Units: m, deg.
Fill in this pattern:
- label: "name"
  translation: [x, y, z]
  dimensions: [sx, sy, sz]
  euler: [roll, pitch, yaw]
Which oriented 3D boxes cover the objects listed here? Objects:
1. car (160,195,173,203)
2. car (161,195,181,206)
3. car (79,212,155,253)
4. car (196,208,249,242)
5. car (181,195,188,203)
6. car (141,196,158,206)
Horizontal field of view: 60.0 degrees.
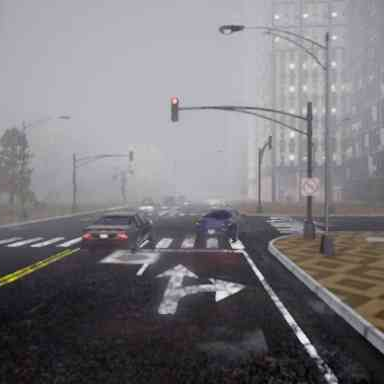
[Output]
- label: "car"
  translation: [-5.099, 1.365, 67.671]
  dimensions: [1.837, 1.490, 4.892]
  euler: [0, 1, 5]
- label: "car"
  translation: [-3.304, 1.394, 51.327]
  dimensions: [1.837, 1.490, 4.892]
  euler: [0, 0, 5]
- label: "car"
  translation: [-2.798, 1.518, 13.581]
  dimensions: [2.033, 1.411, 5.357]
  euler: [0, 0, 3]
- label: "car"
  translation: [1.560, 1.488, 16.284]
  dimensions: [1.812, 1.442, 4.674]
  euler: [0, 0, 18]
- label: "car"
  translation: [-1.920, 1.369, 66.814]
  dimensions: [1.837, 1.490, 4.892]
  euler: [0, 0, 5]
- label: "car"
  translation: [-6.542, 1.379, 51.605]
  dimensions: [2.128, 1.511, 4.902]
  euler: [0, 0, 5]
